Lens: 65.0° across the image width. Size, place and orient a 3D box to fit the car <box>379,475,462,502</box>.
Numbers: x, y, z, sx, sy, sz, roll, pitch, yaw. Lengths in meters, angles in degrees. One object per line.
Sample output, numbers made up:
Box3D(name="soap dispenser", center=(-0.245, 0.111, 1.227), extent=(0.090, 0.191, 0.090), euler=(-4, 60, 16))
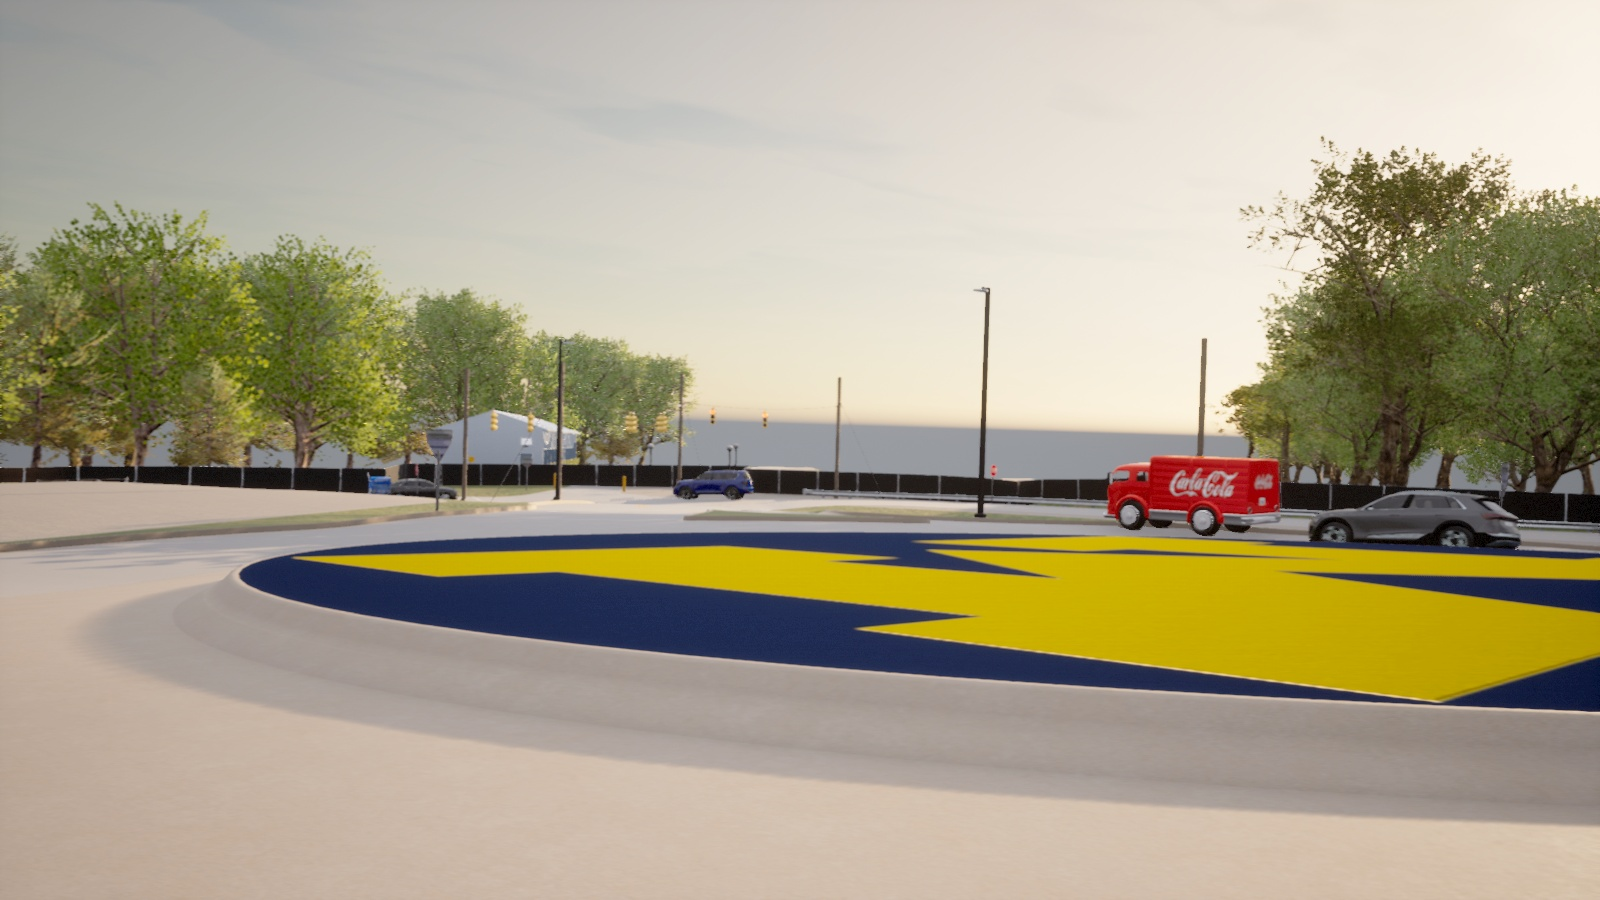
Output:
Box3D(name="car", center=(-24.704, 2.505, 81.759), extent=(4.892, 1.490, 1.837), euler=(2, 1, -28))

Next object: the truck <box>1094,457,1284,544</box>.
Box3D(name="truck", center=(12.550, 1.541, 40.716), extent=(2.627, 2.467, 5.204), euler=(1, 1, -45))

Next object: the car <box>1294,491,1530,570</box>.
Box3D(name="car", center=(15.236, 1.977, 31.443), extent=(2.033, 1.649, 4.856), euler=(8, -6, -42))

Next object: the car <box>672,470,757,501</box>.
Box3D(name="car", center=(-5.958, 2.435, 87.722), extent=(5.566, 2.045, 2.150), euler=(0, 0, 10))
